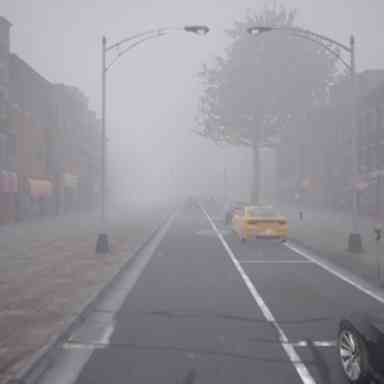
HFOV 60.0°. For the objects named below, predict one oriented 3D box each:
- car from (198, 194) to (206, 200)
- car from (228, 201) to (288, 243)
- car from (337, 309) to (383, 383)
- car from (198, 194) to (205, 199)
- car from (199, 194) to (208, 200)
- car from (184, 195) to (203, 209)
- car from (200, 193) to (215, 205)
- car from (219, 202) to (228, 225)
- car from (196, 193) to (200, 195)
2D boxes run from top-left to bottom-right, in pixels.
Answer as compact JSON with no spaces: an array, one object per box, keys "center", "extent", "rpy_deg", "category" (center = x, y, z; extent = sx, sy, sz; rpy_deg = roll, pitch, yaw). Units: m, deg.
[{"center":[2.600,1.249,84.498],"extent":[1.947,1.339,4.313],"rpy_deg":[1,0,0],"category":"car"},{"center":[3.005,1.377,15.533],"extent":[1.882,1.535,5.008],"rpy_deg":[0,0,0],"category":"car"},{"center":[2.661,1.551,2.329],"extent":[1.947,1.339,4.313],"rpy_deg":[2,0,0],"category":"car"},{"center":[2.597,1.219,90.104],"extent":[1.752,1.417,4.829],"rpy_deg":[1,0,0],"category":"car"},{"center":[2.604,1.244,79.061],"extent":[1.947,1.339,4.313],"rpy_deg":[1,0,0],"category":"car"},{"center":[0.041,1.367,40.297],"extent":[1.895,1.301,4.718],"rpy_deg":[0,0,0],"category":"car"},{"center":[2.629,1.161,52.313],"extent":[1.967,1.590,4.097],"rpy_deg":[2,0,0],"category":"car"},{"center":[3.006,1.360,22.538],"extent":[1.837,1.490,4.892],"rpy_deg":[0,0,0],"category":"car"},{"center":[-0.014,1.229,51.729],"extent":[1.837,1.490,4.892],"rpy_deg":[0,0,1],"category":"car"}]
